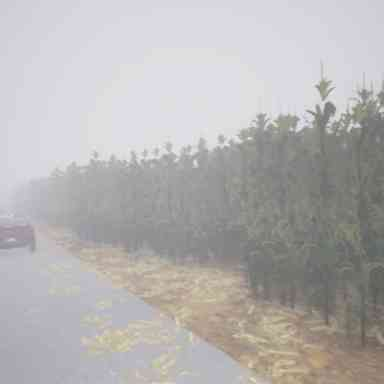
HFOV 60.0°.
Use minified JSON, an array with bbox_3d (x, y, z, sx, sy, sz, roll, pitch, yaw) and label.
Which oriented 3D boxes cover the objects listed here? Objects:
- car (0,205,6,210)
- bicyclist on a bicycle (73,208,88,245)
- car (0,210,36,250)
[{"bbox_3d":[-21.425,2.096,36.083,1.837,1.490,4.892,-2,2,-31],"label":"car"},{"bbox_3d":[-4.500,1.502,14.879,1.656,1.620,0.582,-3,1,-32],"label":"bicyclist on a bicycle"},{"bbox_3d":[-8.365,1.770,15.112,1.882,1.535,5.008,-2,0,-32],"label":"car"}]
